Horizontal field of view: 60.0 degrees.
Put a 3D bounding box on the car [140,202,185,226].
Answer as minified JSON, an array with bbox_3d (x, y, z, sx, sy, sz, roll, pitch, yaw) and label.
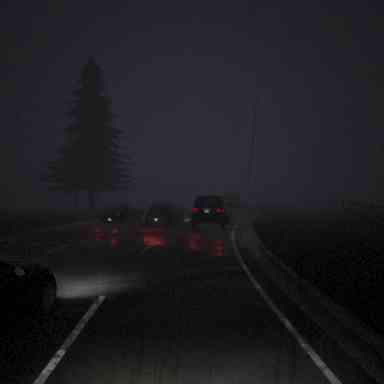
[{"bbox_3d":[-1.830,1.508,23.715,1.837,1.490,4.892,0,0,11],"label":"car"}]

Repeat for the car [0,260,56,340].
[{"bbox_3d":[-3.466,1.519,4.436,1.812,1.442,4.674,0,0,-1],"label":"car"}]

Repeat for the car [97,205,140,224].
[{"bbox_3d":[-5.179,1.596,24.936,1.895,1.301,4.718,0,0,12],"label":"car"}]

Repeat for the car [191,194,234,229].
[{"bbox_3d":[1.372,1.231,22.169,2.150,2.045,5.566,0,0,11],"label":"car"}]

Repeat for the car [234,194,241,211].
[{"bbox_3d":[4.429,1.243,40.852,2.150,2.045,5.566,1,0,-6],"label":"car"}]
